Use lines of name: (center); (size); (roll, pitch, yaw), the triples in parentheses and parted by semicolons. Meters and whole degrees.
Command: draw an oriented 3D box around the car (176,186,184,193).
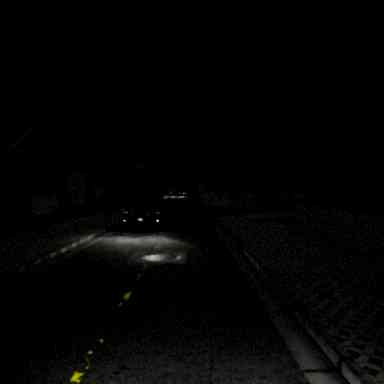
car: (-2.824, -0.651, 79.645); (1.812, 1.442, 4.674); (0, 3, 0)

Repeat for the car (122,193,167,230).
car: (-2.774, 1.114, 20.649); (2.150, 2.045, 5.566); (0, 0, 0)

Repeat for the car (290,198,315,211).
car: (12.170, 1.344, 34.569); (4.181, 1.385, 1.994); (0, 1, -30)

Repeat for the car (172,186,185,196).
car: (-2.830, 0.027, 64.570); (1.837, 1.490, 4.892); (0, 3, 0)
